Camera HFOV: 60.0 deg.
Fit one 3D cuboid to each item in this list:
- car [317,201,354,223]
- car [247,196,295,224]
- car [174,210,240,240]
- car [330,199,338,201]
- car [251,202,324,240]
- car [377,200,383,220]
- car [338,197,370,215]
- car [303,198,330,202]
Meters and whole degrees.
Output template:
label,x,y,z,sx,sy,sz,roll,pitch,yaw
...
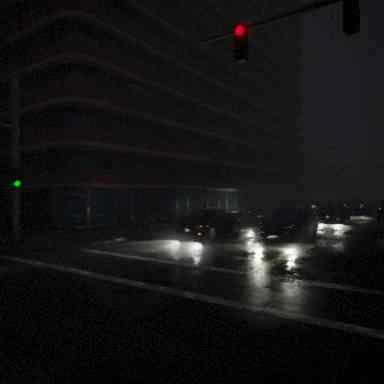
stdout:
label,x,y,z,sx,sy,sz,roll,pitch,yaw
car,10.948,1.625,25.818,1.994,1.385,4.181,-1,0,34
car,6.209,1.320,25.161,2.150,2.045,5.566,-1,0,35
car,0.896,1.662,17.625,1.994,1.385,4.181,-1,0,35
car,17.864,1.623,41.595,1.812,1.442,4.674,-1,0,36
car,5.242,1.539,17.717,1.882,1.535,5.008,-1,0,35
car,16.781,1.374,27.661,2.097,1.767,4.553,-1,0,35
car,16.859,1.413,34.157,2.097,1.767,4.553,-1,0,36
car,11.884,1.450,33.209,2.097,1.767,4.553,-1,0,35
